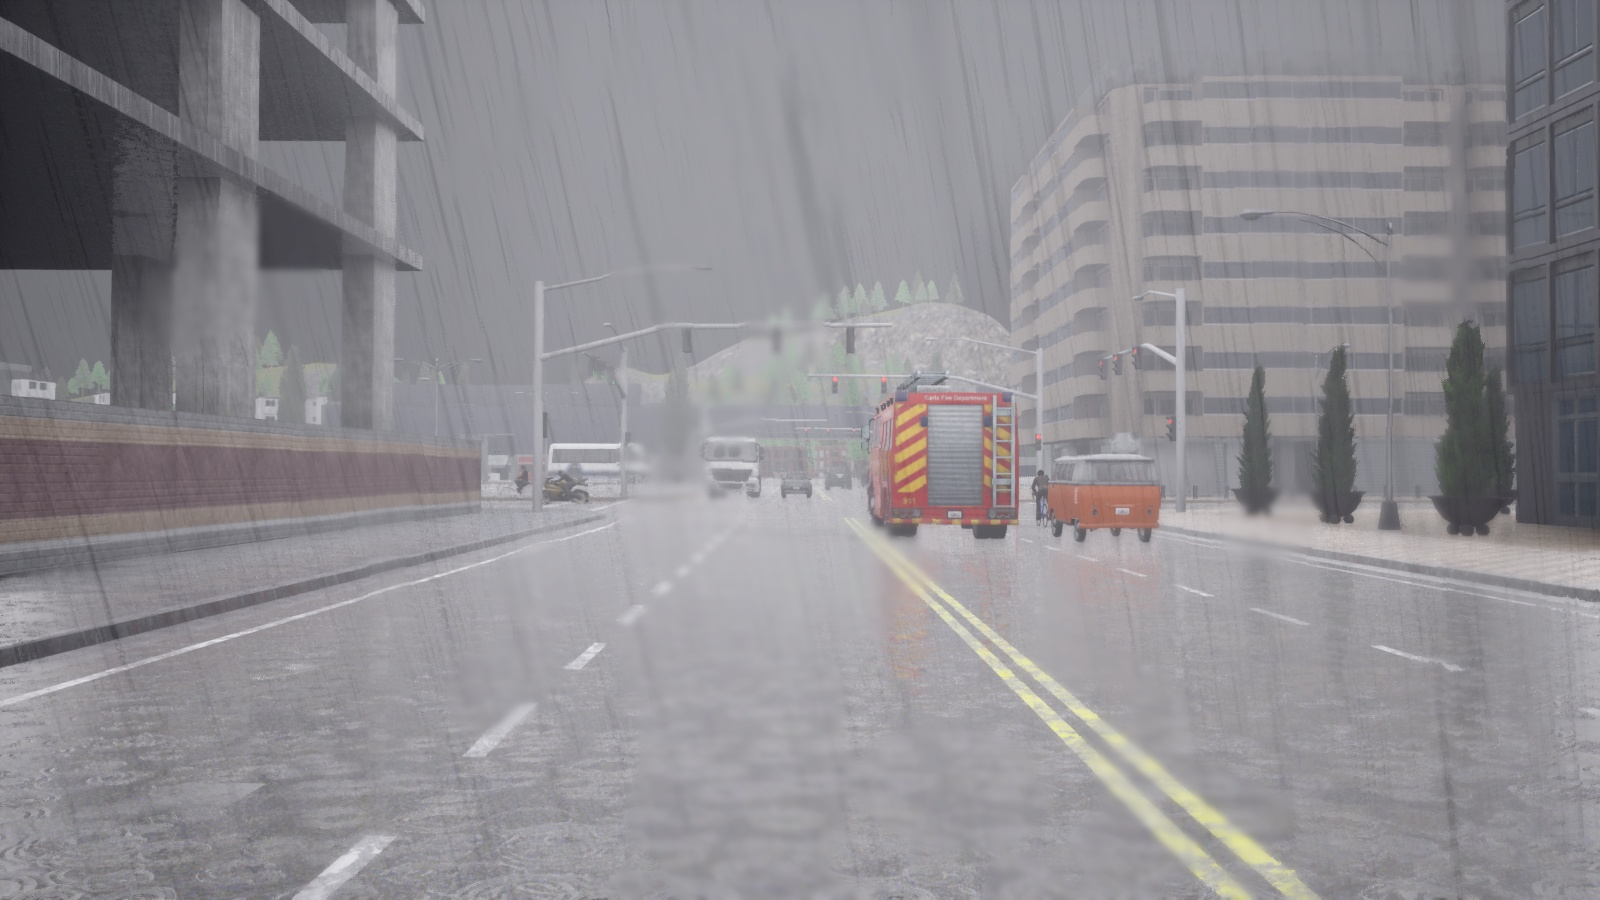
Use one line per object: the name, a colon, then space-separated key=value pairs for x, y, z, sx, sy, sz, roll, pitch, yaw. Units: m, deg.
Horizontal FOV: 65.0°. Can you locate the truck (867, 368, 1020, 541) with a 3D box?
truck: x=3.412 y=0.173 z=32.061 sx=2.891 sy=3.827 sz=8.468 roll=0 pitch=-1 yaw=0

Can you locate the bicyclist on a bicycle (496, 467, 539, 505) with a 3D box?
bicyclist on a bicycle: x=-13.243 y=1.669 z=58.858 sx=1.843 sy=1.776 sz=0.659 roll=0 pitch=-1 yaw=0

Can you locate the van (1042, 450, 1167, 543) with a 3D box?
van: x=6.924 y=1.025 z=29.000 sx=1.775 sy=1.987 sz=4.442 roll=0 pitch=-1 yaw=0

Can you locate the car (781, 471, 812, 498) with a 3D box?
car: x=-0.190 y=2.029 z=73.717 sx=1.789 sy=1.549 sz=3.705 roll=0 pitch=-1 yaw=0

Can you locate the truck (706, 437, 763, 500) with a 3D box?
truck: x=-3.691 y=1.064 z=72.659 sx=2.891 sy=3.462 sz=7.936 roll=0 pitch=-1 yaw=0

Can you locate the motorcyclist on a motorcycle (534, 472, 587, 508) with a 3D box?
motorcyclist on a motorcycle: x=-10.542 y=1.762 z=55.374 sx=2.191 sy=1.530 sz=0.866 roll=0 pitch=-1 yaw=-1
